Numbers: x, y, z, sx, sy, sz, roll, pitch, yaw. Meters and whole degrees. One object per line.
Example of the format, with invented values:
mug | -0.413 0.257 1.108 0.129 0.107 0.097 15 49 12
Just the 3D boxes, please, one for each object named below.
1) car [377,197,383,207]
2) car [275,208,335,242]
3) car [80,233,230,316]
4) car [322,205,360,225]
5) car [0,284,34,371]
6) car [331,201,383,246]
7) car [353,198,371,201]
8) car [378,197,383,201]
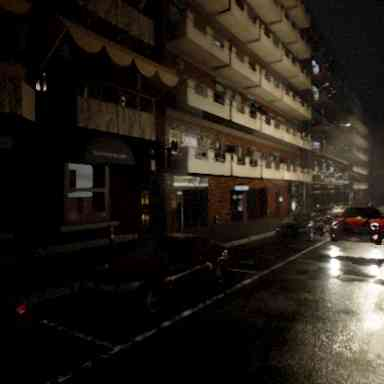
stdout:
car | 36.885 1.800 63.610 2.192 1.841 5.009 -2 -1 34
car | 5.669 1.700 17.093 2.008 1.369 4.403 -2 -1 34
car | -0.576 1.665 7.789 1.802 1.307 4.206 -2 -1 34
car | 11.912 1.766 26.395 2.008 1.369 4.403 -2 -1 34
car | -3.698 1.632 3.138 1.802 1.307 4.206 -2 -1 34
car | 8.201 1.481 16.188 2.097 1.767 4.553 -1 -1 34
car | 18.153 1.597 35.702 2.192 1.841 5.009 -2 -1 34
car | 33.766 2.002 58.954 2.008 1.369 4.403 -2 -1 34
